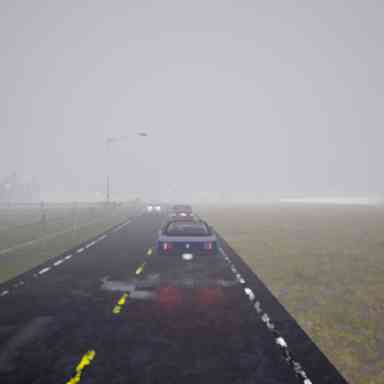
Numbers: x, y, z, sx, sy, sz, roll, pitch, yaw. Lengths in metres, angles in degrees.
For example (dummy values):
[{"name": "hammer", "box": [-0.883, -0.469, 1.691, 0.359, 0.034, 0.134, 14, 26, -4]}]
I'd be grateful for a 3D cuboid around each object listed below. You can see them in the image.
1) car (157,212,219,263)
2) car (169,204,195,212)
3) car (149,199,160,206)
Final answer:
[{"name": "car", "box": [-0.175, 1.633, 12.088, 1.895, 1.301, 4.718, 0, 0, -1]}, {"name": "car", "box": [-0.755, 1.625, 25.589, 2.033, 1.411, 5.357, 0, 0, -3]}, {"name": "car", "box": [-6.434, 1.813, 57.573, 1.895, 1.301, 4.718, 1, -1, -6]}]
